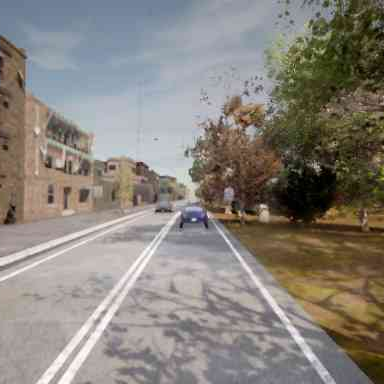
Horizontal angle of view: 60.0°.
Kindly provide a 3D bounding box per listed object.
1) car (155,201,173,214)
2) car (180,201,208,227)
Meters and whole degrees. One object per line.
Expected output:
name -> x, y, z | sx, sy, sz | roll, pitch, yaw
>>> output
car -> -3.260, 1.800, 39.896 | 2.033, 1.411, 5.357 | 0, -1, 0
car -> 0.126, 1.585, 23.113 | 1.812, 1.442, 4.674 | 0, 0, 0
